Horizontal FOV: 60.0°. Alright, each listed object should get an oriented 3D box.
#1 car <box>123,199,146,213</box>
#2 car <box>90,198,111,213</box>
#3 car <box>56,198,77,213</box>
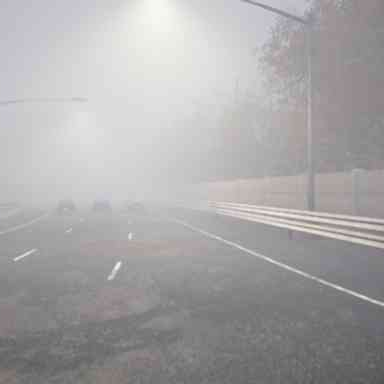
[{"bbox_3d":[-6.361,1.443,36.556,1.812,1.442,4.674,0,0,-19],"label":"car"},{"bbox_3d":[-10.149,1.417,36.874,1.882,1.535,5.008,0,0,-20],"label":"car"},{"bbox_3d":[-13.559,1.469,35.987,1.837,1.490,4.892,0,0,-20],"label":"car"}]
